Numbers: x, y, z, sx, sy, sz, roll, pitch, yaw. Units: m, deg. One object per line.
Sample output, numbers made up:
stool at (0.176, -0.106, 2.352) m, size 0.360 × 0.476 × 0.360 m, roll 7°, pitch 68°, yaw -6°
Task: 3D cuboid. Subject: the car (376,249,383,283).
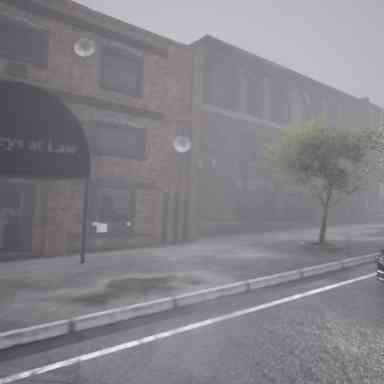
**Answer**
car at (6.497, 1.510, 8.323) m, size 4.902 × 1.511 × 2.128 m, roll 0°, pitch 0°, yaw -36°
